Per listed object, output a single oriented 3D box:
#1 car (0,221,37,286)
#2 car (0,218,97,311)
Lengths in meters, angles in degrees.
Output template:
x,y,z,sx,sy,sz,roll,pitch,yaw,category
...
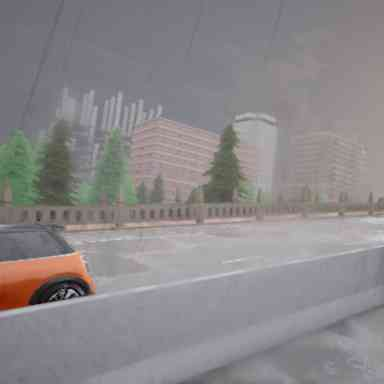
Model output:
x,y,z,sx,sy,sz,roll,pitch,yaw,category
-6.266,1.558,8.120,4.181,1.385,1.994,1,-1,-36,car
-4.025,1.349,5.418,4.553,1.767,2.097,1,-1,-35,car
